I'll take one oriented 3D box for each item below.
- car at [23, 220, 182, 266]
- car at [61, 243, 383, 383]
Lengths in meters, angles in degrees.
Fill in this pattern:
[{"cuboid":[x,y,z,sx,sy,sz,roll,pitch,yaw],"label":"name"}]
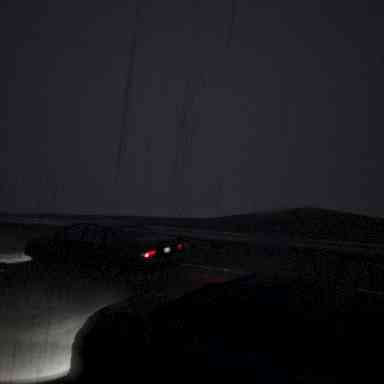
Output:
[{"cuboid":[-2.749,1.550,9.932,5.357,1.411,2.033,0,0,33],"label":"car"},{"cuboid":[0.673,1.561,3.381,4.181,1.385,1.994,0,0,35],"label":"car"}]
